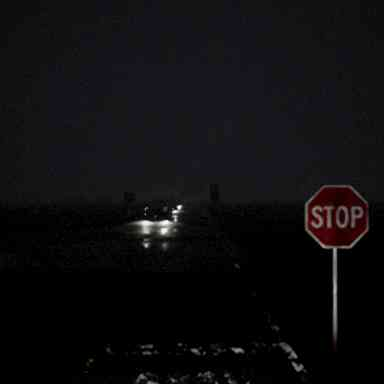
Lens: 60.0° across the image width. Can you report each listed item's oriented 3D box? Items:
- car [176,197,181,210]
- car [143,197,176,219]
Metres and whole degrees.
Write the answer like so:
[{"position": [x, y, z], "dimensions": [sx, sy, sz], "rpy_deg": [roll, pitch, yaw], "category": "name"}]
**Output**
[{"position": [-2.843, 1.578, 43.540], "dimensions": [1.837, 1.490, 4.892], "rpy_deg": [0, 0, 0], "category": "car"}, {"position": [-2.901, 1.392, 29.072], "dimensions": [2.097, 1.767, 4.553], "rpy_deg": [0, 0, 2], "category": "car"}]
